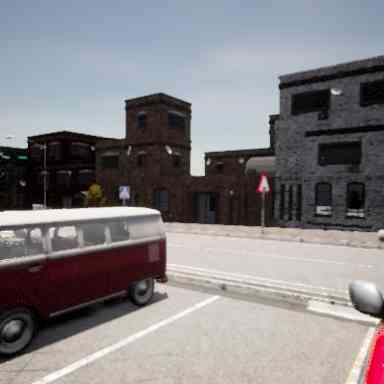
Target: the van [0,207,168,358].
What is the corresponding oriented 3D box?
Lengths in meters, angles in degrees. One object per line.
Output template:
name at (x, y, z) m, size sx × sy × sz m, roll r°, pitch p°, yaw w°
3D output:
van at (-2.444, 1.305, 6.004) m, size 1.878 × 1.987 × 4.442 m, roll -1°, pitch 0°, yaw 36°
